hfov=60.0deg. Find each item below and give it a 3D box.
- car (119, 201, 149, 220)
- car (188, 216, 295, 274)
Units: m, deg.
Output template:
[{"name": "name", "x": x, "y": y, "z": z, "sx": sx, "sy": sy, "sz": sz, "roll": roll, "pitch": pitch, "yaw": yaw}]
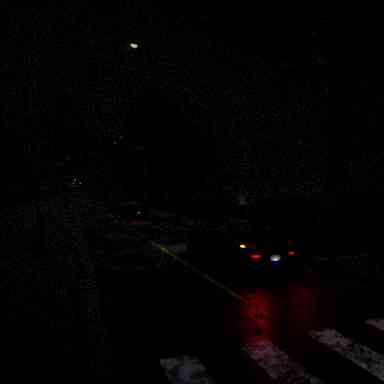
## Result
[{"name": "car", "x": -5.030, "y": 1.486, "z": 28.439, "sx": 1.882, "sy": 1.535, "sz": 5.008, "roll": -1, "pitch": 0, "yaw": -19}, {"name": "car", "x": 1.317, "y": 1.485, "z": 10.497, "sx": 1.812, "sy": 1.442, "sz": 4.674, "roll": -1, "pitch": 0, "yaw": -19}]
